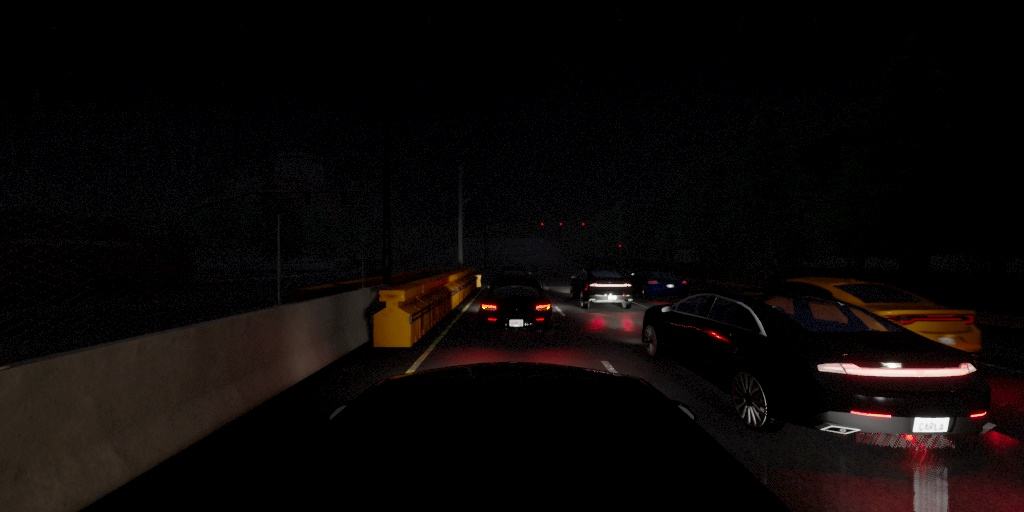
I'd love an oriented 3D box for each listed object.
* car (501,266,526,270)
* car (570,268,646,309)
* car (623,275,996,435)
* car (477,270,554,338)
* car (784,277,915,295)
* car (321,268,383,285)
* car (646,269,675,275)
[{"bbox_3d":[0.080,1.276,19.078,1.812,1.442,4.674,0,0,0],"label":"car"},{"bbox_3d":[3.575,1.242,14.944,2.128,1.511,4.902,0,0,2],"label":"car"},{"bbox_3d":[3.600,1.242,5.515,2.128,1.511,4.902,0,0,0],"label":"car"},{"bbox_3d":[0.087,1.276,10.013,1.812,1.442,4.674,0,0,0],"label":"car"},{"bbox_3d":[7.094,1.228,8.327,1.882,1.535,5.008,0,0,0],"label":"car"},{"bbox_3d":[-7.073,1.275,16.620,1.812,1.442,4.674,0,0,0],"label":"car"},{"bbox_3d":[7.081,1.314,18.050,1.994,1.385,4.181,0,0,0],"label":"car"}]
